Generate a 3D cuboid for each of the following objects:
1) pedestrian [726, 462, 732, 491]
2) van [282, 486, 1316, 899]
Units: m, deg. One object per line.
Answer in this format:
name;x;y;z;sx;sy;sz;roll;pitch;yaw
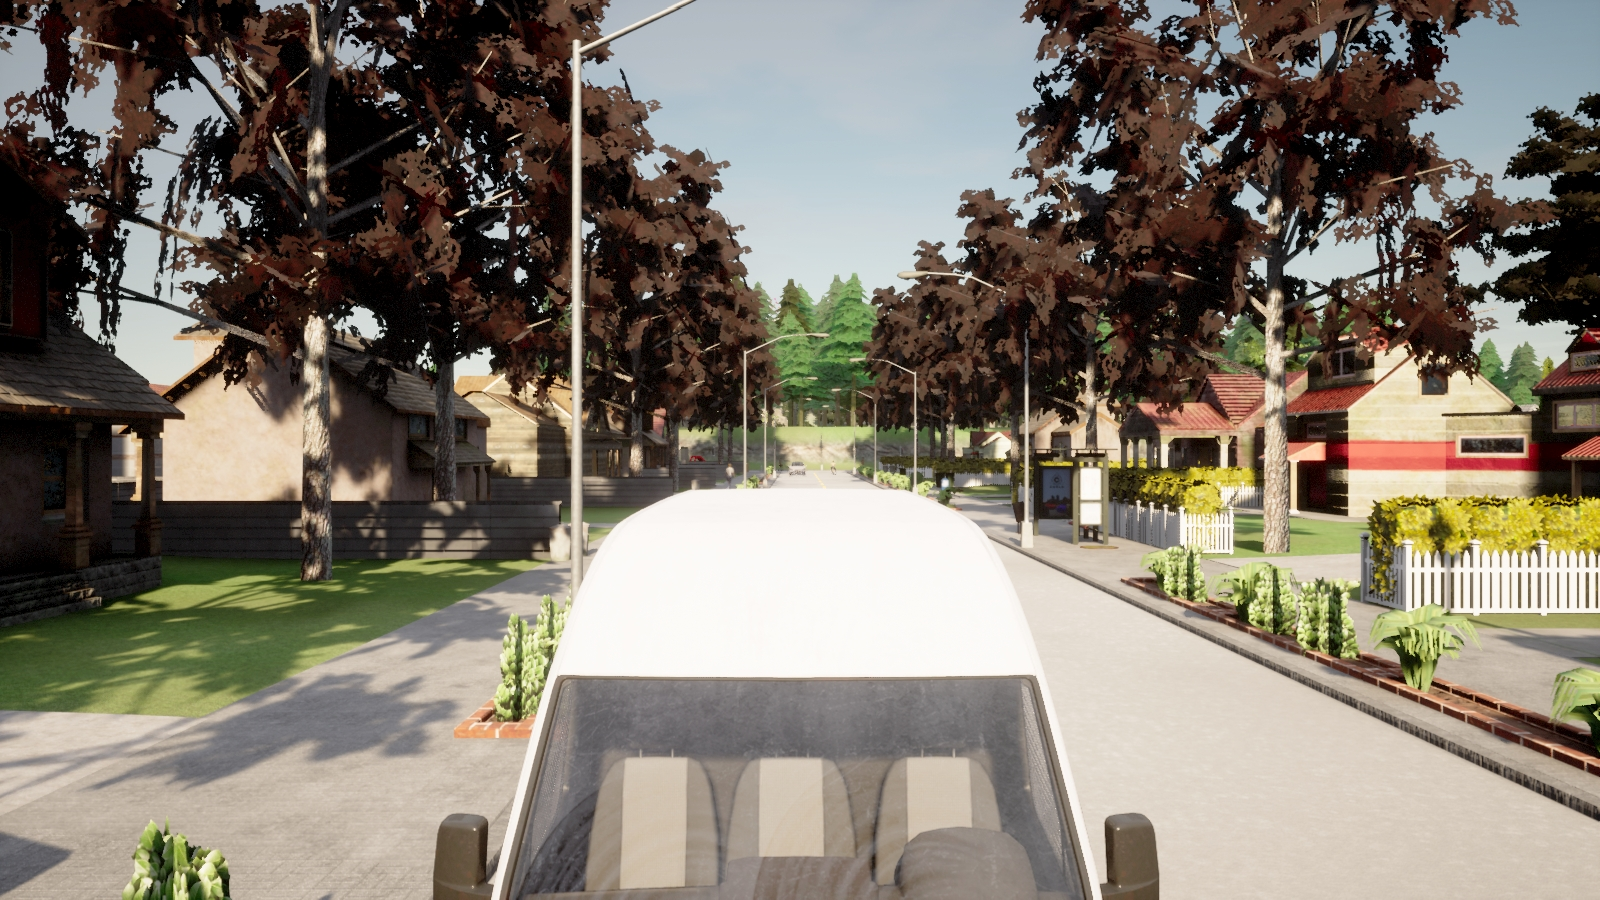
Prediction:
pedestrian;-4.592;1.739;73.886;0.375;1.860;0.375;0;0;2
van;-0.007;1.534;5.153;1.988;2.561;5.915;0;0;0
